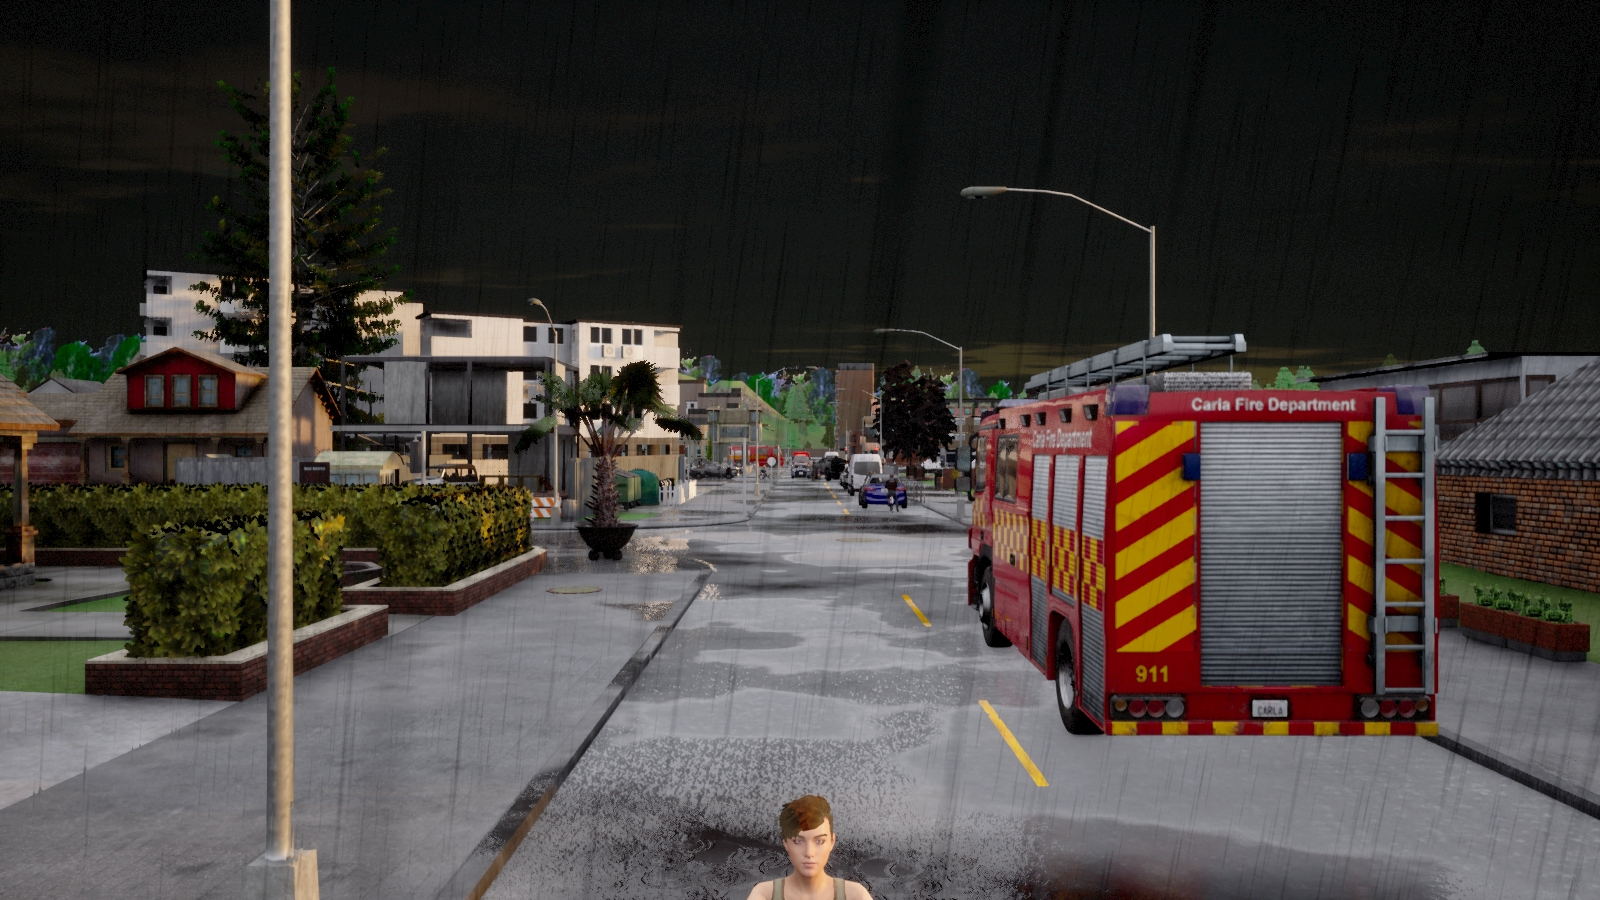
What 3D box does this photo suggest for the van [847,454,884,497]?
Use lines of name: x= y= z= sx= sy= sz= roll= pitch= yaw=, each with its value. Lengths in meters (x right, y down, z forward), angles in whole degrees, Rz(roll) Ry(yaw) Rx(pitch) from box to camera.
van: x=4.045 y=1.534 z=71.355 sx=1.988 sy=2.561 sz=5.915 roll=0 pitch=0 yaw=0

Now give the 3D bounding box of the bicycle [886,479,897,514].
bicycle: x=4.077 y=2.060 z=50.936 sx=0.329 sy=1.471 sz=1.835 roll=0 pitch=0 yaw=0

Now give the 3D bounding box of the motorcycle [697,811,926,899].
motorcycle: x=0.039 y=2.155 z=3.558 sx=0.764 sy=1.307 sz=2.356 roll=0 pitch=0 yaw=0

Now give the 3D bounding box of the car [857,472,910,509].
car: x=4.046 y=1.967 z=56.171 sx=2.242 sy=1.667 sz=4.611 roll=0 pitch=0 yaw=0

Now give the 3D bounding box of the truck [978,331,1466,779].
truck: x=4.261 y=0.891 z=13.995 sx=2.891 sy=3.827 sz=8.468 roll=0 pitch=0 yaw=0

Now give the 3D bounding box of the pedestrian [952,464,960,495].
pedestrian: x=9.298 y=1.744 z=68.074 sx=0.375 sy=1.860 sz=0.375 roll=0 pitch=0 yaw=0
